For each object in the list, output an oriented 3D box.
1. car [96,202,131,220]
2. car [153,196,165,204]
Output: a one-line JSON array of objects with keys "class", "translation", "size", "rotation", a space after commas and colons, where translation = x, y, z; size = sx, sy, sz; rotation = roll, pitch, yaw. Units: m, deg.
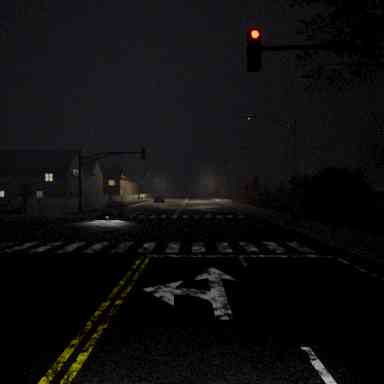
[{"class": "car", "translation": [-6.451, 1.550, 27.961], "size": [2.033, 1.411, 5.357], "rotation": [0, 0, 0]}, {"class": "car", "translation": [-6.369, 1.498, 63.869], "size": [1.812, 1.442, 4.674], "rotation": [0, 1, 0]}]
